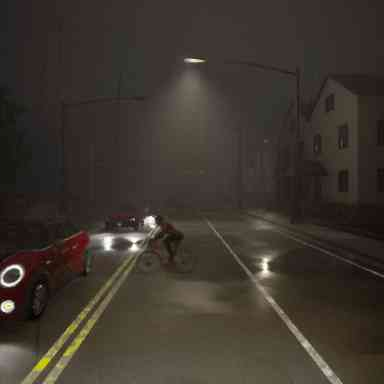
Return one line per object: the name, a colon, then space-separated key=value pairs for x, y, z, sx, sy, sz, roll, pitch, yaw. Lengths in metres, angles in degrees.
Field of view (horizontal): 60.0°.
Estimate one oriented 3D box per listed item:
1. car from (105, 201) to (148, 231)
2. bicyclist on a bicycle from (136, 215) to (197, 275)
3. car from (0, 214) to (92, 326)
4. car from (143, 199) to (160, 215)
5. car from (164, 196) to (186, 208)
car: x=-4.053 y=1.526 z=20.705 sx=1.812 sy=1.442 sz=4.674 roll=0 pitch=0 yaw=-1
bicyclist on a bicycle: x=-0.708 y=1.455 z=9.055 sx=1.656 sy=1.620 sz=0.582 roll=-2 pitch=0 yaw=-1
car: x=-3.738 y=1.353 z=7.225 sx=2.097 sy=1.767 sz=4.553 roll=0 pitch=0 yaw=-1
car: x=-4.329 y=1.490 z=33.799 sx=2.128 sy=1.511 sz=4.902 roll=0 pitch=0 yaw=-1
car: x=-2.552 y=1.337 z=49.070 sx=2.097 sy=1.767 sz=4.553 roll=0 pitch=0 yaw=-21
